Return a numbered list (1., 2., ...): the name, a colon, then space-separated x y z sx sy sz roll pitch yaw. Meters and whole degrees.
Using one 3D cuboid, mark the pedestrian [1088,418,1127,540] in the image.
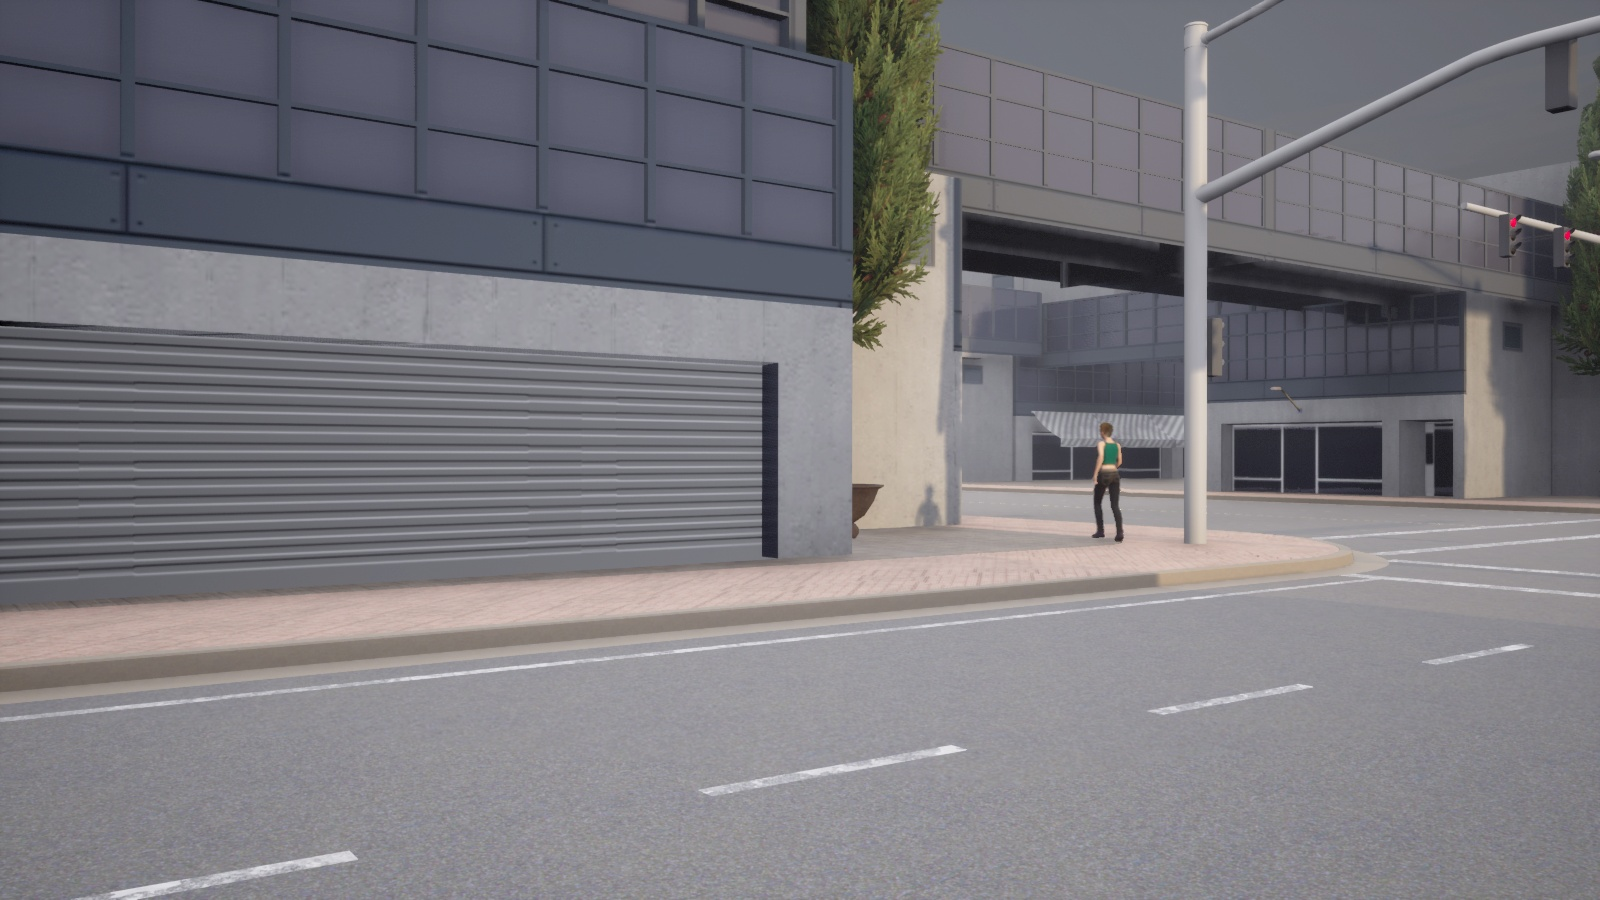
1. pedestrian: 4.734 0.441 19.366 0.345 1.836 0.594 0 0 -14
